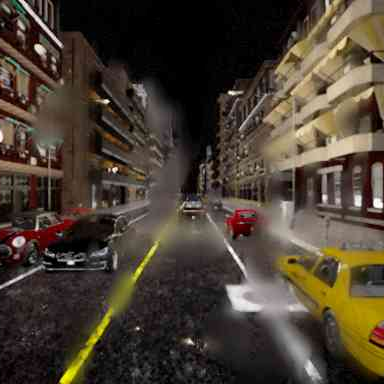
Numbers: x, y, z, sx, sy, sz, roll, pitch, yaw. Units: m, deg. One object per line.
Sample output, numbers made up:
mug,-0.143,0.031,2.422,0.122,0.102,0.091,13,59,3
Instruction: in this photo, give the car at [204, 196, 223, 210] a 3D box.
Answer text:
car,2.695,1.508,39.399,2.008,1.369,4.403,0,0,0

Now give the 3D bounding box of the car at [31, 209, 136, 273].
car,-2.999,1.493,10.646,1.837,1.490,4.892,0,0,0

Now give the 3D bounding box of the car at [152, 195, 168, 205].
car,-5.685,1.488,56.312,2.008,1.369,4.403,0,0,0

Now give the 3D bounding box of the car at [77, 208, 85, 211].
car,-5.687,1.527,16.860,1.887,1.381,4.507,0,0,0

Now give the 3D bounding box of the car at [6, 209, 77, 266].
car,-5.688,1.428,11.222,1.967,1.590,4.097,0,0,0

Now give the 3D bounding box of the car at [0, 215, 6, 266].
car,-5.687,1.309,5.587,2.192,1.841,5.009,0,0,0

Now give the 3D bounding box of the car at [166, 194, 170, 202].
car,-5.685,1.481,61.949,2.008,1.369,4.403,0,0,0

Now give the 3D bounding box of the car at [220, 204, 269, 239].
car,2.693,1.527,16.855,1.887,1.381,4.507,0,0,0

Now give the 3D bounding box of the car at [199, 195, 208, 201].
car,2.697,1.492,78.853,1.802,1.307,4.206,0,0,0

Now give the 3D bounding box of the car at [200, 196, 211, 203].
car,2.697,1.489,67.581,1.947,1.339,4.313,0,0,0

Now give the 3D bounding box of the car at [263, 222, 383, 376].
car,2.692,1.519,5.752,1.752,1.417,4.829,0,0,0

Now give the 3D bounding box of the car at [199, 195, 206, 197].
car,2.697,1.456,62.114,1.752,1.417,4.829,0,0,0

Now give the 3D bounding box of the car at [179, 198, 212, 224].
car,0.102,1.466,24.114,2.128,1.511,4.902,0,0,0

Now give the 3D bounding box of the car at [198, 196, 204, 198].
car,0.104,1.517,42.455,1.994,1.385,4.181,0,0,0

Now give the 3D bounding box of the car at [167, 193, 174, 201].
car,-5.684,1.461,73.222,1.887,1.381,4.507,0,0,0
